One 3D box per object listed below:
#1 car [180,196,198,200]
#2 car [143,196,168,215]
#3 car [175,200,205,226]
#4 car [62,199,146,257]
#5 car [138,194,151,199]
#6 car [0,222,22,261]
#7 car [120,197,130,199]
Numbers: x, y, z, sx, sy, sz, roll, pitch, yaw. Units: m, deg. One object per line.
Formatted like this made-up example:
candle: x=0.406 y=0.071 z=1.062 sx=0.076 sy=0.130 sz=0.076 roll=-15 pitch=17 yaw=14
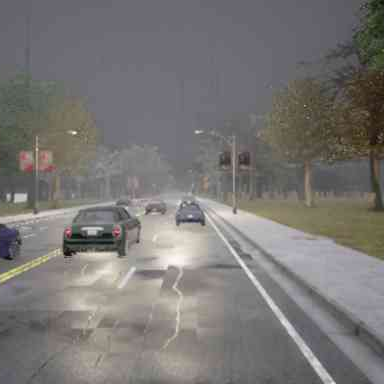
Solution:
car: x=-0.373 y=1.277 z=41.105 sx=2.097 sy=1.767 sz=4.553 roll=0 pitch=0 yaw=-1
car: x=-3.500 y=1.469 z=33.040 sx=1.812 sy=1.442 sz=4.674 roll=0 pitch=0 yaw=-1
car: x=-0.125 y=1.508 z=23.207 sx=1.994 sy=1.385 sz=4.181 roll=0 pitch=0 yaw=-1
car: x=-3.256 y=1.326 z=12.904 sx=2.097 sy=1.767 sz=4.553 roll=0 pitch=0 yaw=-1
car: x=-7.139 y=1.098 z=51.407 sx=2.097 sy=1.767 sz=4.553 roll=0 pitch=0 yaw=-1
car: x=-6.673 y=1.518 z=9.556 sx=1.812 sy=1.442 sz=4.674 roll=0 pitch=0 yaw=-1
car: x=-10.387 y=1.498 z=51.320 sx=2.033 sy=1.411 sz=5.357 roll=0 pitch=0 yaw=-1
